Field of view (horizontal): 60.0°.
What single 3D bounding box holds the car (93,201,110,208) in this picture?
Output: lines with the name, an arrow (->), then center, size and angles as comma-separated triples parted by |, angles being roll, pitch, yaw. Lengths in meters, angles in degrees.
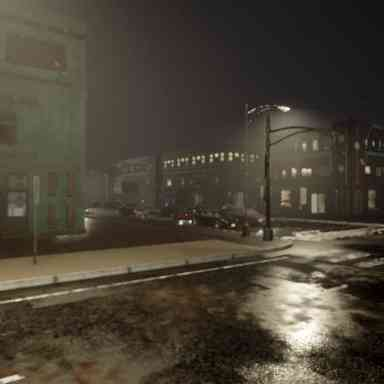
car -> -18.719, 2.529, 68.554 | 1.887, 1.381, 4.507 | -1, 0, -35

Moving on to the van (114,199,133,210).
van -> -12.304, 2.208, 59.535 | 1.690, 1.788, 3.998 | -1, 0, -35

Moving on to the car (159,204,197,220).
car -> -1.750, 2.126, 34.711 | 1.994, 1.385, 4.181 | 0, -1, -36

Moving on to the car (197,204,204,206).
car -> 0.534, 2.205, 41.494 | 1.802, 1.307, 4.206 | -1, 0, -35

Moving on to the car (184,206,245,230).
car -> 1.651, 2.010, 25.257 | 1.947, 1.339, 4.313 | -1, 0, -35

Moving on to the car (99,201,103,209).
car -> -15.513, 2.241, 64.045 | 2.192, 1.841, 5.009 | -1, 0, -35

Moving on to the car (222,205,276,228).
car -> 4.058, 1.994, 26.568 | 2.033, 1.411, 5.357 | 0, -1, -36

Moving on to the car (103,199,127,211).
car -> -12.814, 2.357, 55.803 | 1.812, 1.442, 4.674 | 0, -1, -35

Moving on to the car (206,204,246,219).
car -> 3.743, 2.111, 36.984 | 2.008, 1.369, 4.403 | -1, 0, -35

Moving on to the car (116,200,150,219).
car -> -6.296, 2.044, 36.635 | 1.967, 1.590, 4.097 | -1, 0, -35

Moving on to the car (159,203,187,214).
car -> -2.674, 2.267, 46.004 | 1.802, 1.307, 4.206 | -1, 0, -35

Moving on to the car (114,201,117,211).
car -> -7.846, 2.228, 43.314 | 2.033, 1.411, 5.357 | 0, -1, -35

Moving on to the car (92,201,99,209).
car -> -18.522, 2.441, 63.831 | 1.837, 1.490, 4.892 | 0, -1, -36
